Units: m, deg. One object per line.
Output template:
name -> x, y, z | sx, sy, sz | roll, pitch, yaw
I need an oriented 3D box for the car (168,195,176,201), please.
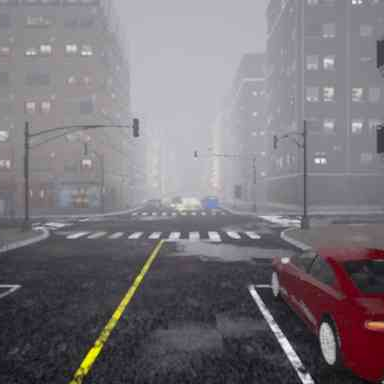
car -> -5.259, 1.607, 88.469 | 1.802, 1.307, 4.206 | 0, 0, 0

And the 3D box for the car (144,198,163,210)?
car -> -5.271, 1.606, 43.742 | 1.802, 1.307, 4.206 | 0, 0, 0

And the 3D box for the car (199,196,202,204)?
car -> 2.580, 1.594, 60.380 | 1.947, 1.339, 4.313 | 0, 0, 0

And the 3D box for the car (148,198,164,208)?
car -> -5.270, 1.570, 49.330 | 1.887, 1.381, 4.507 | 0, 0, 0

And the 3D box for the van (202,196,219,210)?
van -> 2.576, 1.365, 43.578 | 1.690, 1.788, 3.998 | 0, 0, 0

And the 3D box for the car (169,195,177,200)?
car -> -5.258, 1.589, 94.069 | 1.947, 1.339, 4.313 | 0, 0, 0

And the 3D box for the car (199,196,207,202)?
car -> 2.586, 1.610, 77.181 | 1.802, 1.307, 4.206 | 0, 0, 0

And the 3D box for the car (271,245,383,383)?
car -> 2.566, 1.549, 5.535 | 1.887, 1.381, 4.507 | 0, 0, 0

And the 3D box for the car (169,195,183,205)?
car -> -2.734, 1.511, 61.830 | 1.882, 1.535, 5.008 | 0, 0, 0

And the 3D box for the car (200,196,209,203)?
car -> 2.584, 1.554, 71.751 | 1.752, 1.417, 4.829 | 0, 0, 0
